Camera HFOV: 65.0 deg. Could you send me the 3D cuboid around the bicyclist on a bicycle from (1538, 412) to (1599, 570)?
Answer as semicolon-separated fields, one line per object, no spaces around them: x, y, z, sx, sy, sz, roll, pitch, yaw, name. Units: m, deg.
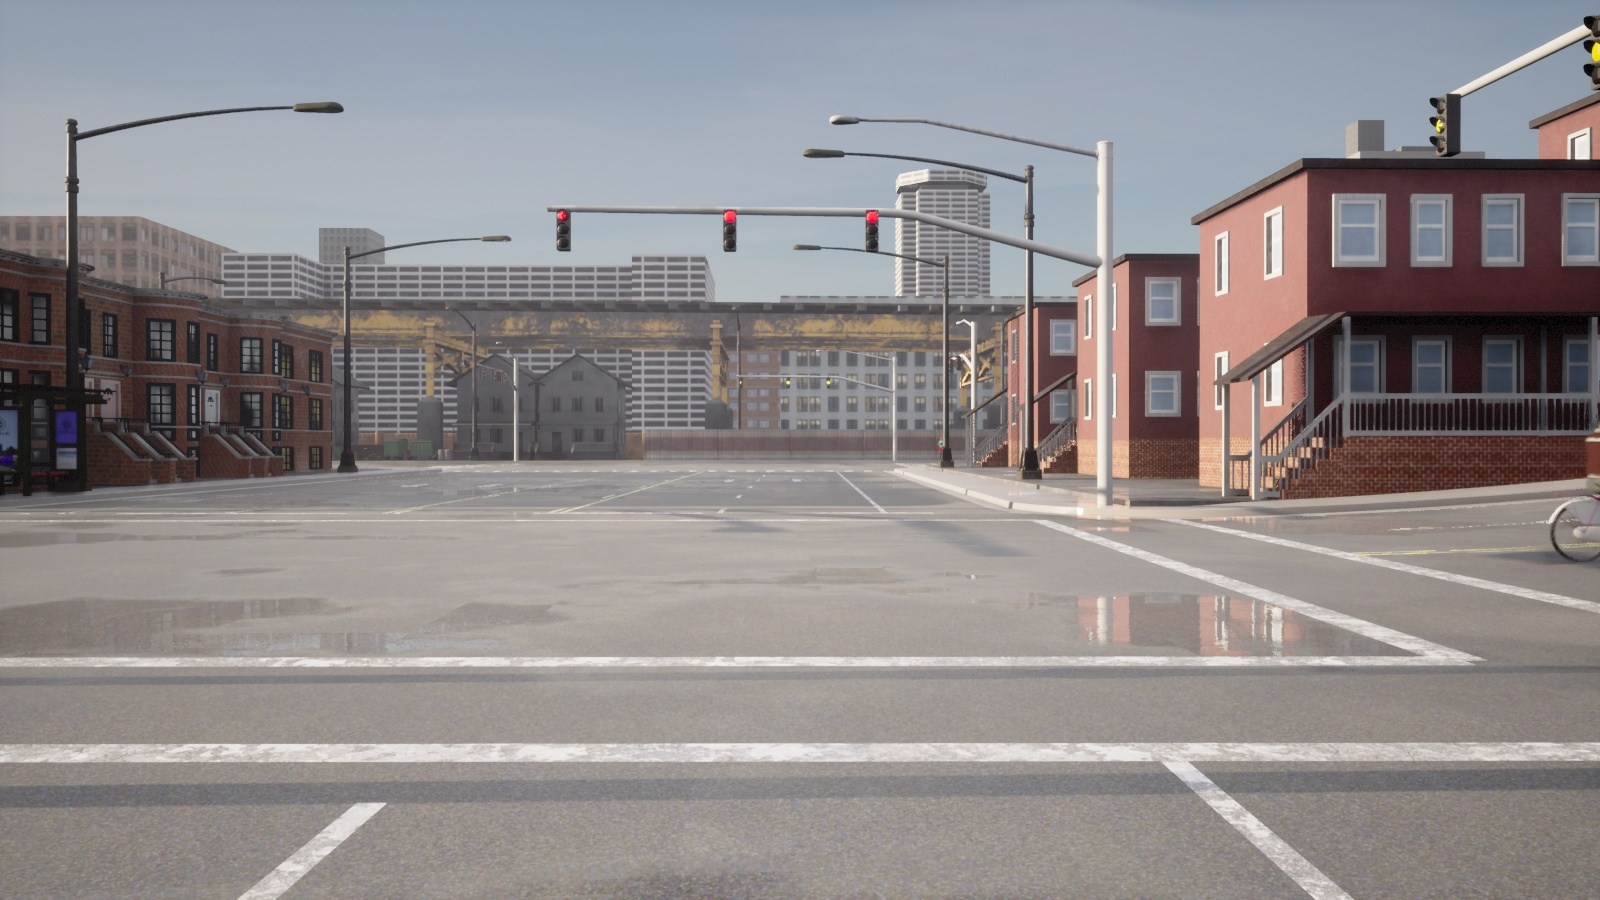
9.691;0.426;14.530;1.843;1.776;0.659;-3;0;0;bicyclist on a bicycle
